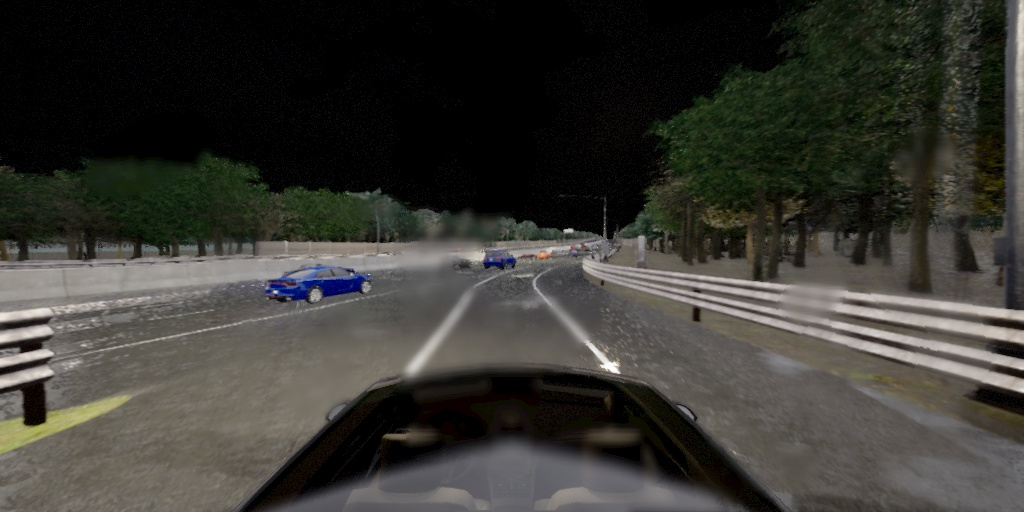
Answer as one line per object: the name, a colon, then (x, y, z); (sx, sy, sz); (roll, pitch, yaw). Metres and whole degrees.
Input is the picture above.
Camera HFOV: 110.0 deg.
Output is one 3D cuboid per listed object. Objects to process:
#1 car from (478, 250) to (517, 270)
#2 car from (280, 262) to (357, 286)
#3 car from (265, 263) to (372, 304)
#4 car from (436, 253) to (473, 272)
car: (-1.249, 0.406, 38.724); (2.150, 2.045, 5.566); (0, 2, 19)
car: (-13.306, 1.160, 25.019); (1.895, 1.301, 4.718); (0, 2, 19)
car: (-8.714, 1.215, 16.737); (1.882, 1.535, 5.008); (0, 2, 19)
car: (-5.618, 0.737, 36.763); (2.128, 1.511, 4.902); (0, 2, 19)
